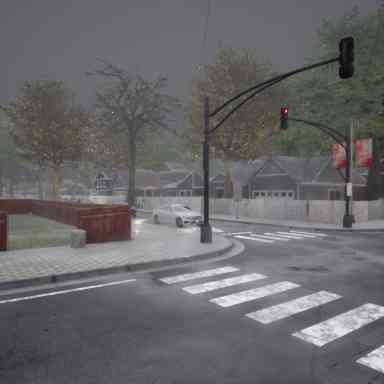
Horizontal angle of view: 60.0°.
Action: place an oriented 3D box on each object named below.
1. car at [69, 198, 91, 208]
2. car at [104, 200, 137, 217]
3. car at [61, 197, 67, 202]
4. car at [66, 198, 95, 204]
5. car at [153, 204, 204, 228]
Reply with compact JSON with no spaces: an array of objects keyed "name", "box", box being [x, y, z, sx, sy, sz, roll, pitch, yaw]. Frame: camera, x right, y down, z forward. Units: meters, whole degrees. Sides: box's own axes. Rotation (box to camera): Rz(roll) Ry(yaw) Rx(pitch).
[{"name":"car","box":[-16.733,1.653,49.588,1.994,1.385,4.181,0,0,-35]},{"name":"car","box":[-6.861,1.513,30.802,1.882,1.535,5.008,0,0,-36]},{"name":"car","box":[-22.394,1.600,57.395,2.128,1.511,4.902,0,0,-36]},{"name":"car","box":[-12.849,1.529,39.182,1.882,1.535,5.008,0,0,-35]},{"name":"car","box":[-1.022,1.547,22.634,1.812,1.442,4.674,0,0,-36]}]
